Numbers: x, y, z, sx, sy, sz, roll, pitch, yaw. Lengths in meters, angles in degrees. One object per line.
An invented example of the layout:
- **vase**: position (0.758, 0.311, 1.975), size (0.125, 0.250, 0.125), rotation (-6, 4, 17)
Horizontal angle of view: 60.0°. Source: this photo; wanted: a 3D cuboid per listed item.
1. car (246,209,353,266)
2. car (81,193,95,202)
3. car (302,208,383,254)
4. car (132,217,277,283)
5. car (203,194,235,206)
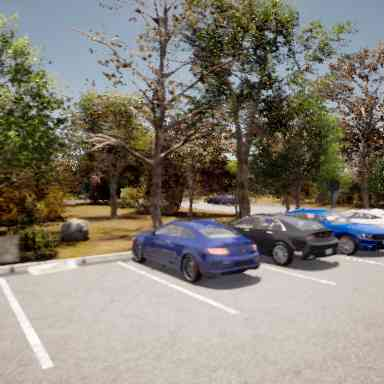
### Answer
- **car**: position (2.585, 1.467, 11.647), size (2.231, 1.521, 4.892), rotation (0, 0, -36)
- **car**: position (-14.874, 0.727, 52.377), size (4.902, 1.511, 2.128), rotation (0, 0, -15)
- **car**: position (5.242, 1.461, 13.559), size (2.097, 1.535, 5.008), rotation (0, 0, -36)
- **car**: position (-0.083, 1.511, 9.746), size (2.002, 1.452, 4.674), rotation (0, 0, -35)
- **car**: position (3.755, 0.975, 43.927), size (2.033, 1.411, 5.357), rotation (-3, 3, -37)
